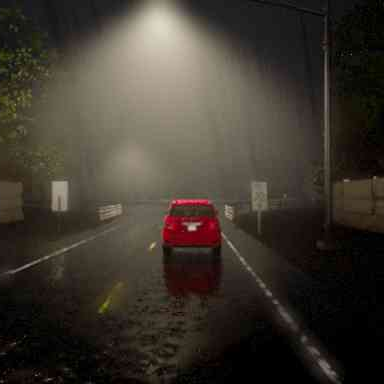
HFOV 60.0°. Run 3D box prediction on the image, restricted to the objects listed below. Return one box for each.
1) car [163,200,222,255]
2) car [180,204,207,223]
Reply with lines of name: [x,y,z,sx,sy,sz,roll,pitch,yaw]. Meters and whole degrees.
car: [0.003,1.348,14.031,2.150,2.045,5.566,0,0,0]
car: [0.201,1.837,29.124,1.994,1.385,4.181,0,-1,5]
